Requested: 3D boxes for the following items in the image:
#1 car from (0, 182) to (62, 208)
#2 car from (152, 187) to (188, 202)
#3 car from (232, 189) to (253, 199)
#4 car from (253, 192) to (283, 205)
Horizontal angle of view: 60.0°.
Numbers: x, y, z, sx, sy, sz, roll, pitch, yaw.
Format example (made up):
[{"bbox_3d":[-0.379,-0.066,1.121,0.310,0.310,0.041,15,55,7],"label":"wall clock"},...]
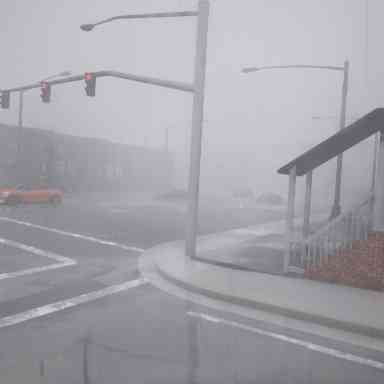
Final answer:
[{"bbox_3d":[-11.617,0.079,23.464,2.097,1.767,4.553,5,3,35],"label":"car"},{"bbox_3d":[-2.298,0.222,36.493,2.128,1.511,4.902,5,3,36],"label":"car"},{"bbox_3d":[7.869,0.281,50.486,1.837,1.490,4.892,5,3,36],"label":"car"},{"bbox_3d":[9.610,0.780,40.773,1.994,1.385,4.181,5,3,36],"label":"car"}]
